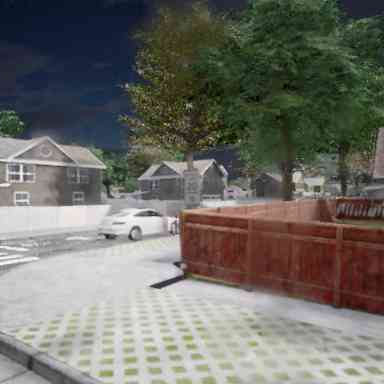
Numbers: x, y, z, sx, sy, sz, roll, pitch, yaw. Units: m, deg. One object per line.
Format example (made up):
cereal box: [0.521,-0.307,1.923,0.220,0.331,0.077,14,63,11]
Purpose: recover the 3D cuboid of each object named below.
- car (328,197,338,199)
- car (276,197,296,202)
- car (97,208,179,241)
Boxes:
car: [21.626,1.551,50.633,1.837,1.490,4.892,-2,-2,35]
car: [11.709,1.450,41.557,2.097,1.767,4.553,-2,-1,35]
car: [-2.500,1.510,16.394,1.812,1.442,4.674,-2,-1,35]
